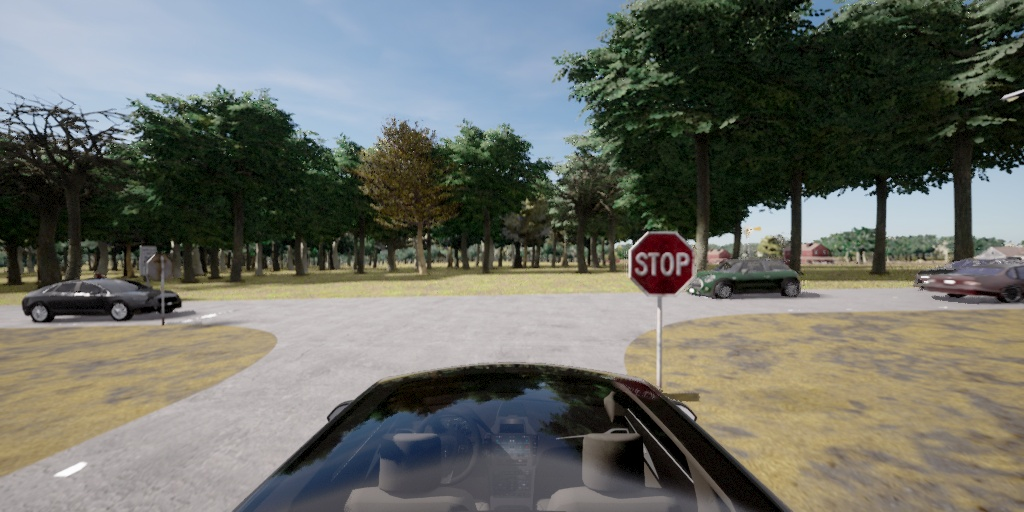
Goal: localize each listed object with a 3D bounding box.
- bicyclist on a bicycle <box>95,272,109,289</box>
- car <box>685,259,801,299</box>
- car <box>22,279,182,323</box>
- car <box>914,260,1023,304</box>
[{"bbox_3d":[-22.610,1.722,19.762,0.582,1.620,1.656,-1,0,0],"label":"bicyclist on a bicycle"},{"bbox_3d":[10.446,0.948,16.479,4.553,1.767,2.097,-1,0,-3],"label":"car"},{"bbox_3d":[-15.581,1.636,13.774,4.892,1.490,1.837,-1,0,0],"label":"car"},{"bbox_3d":[19.344,1.002,13.760,5.357,1.411,2.033,-1,0,1],"label":"car"}]
